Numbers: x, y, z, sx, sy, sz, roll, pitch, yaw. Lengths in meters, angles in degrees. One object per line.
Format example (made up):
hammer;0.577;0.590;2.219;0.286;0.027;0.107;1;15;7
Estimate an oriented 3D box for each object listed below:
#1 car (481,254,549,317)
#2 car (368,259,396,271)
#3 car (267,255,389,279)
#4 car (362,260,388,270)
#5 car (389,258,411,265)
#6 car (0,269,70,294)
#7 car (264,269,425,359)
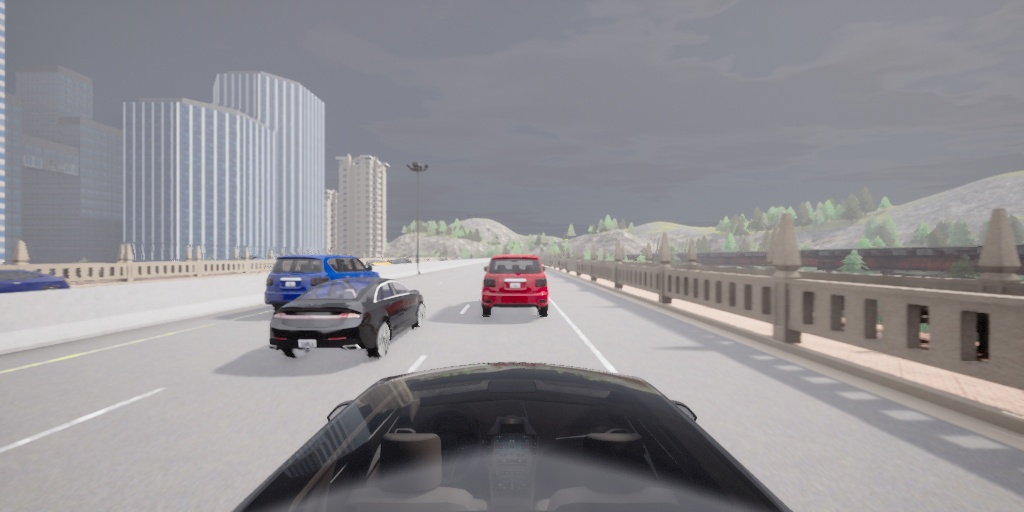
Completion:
car;0.097;0.968;13.360;2.150;2.045;5.566;0;0;0
car;-17.585;1.212;48.723;1.882;1.535;5.008;0;0;0
car;-6.902;0.967;13.852;2.150;2.045;5.566;0;0;0
car;-21.055;1.279;55.384;2.033;1.411;5.357;0;0;1
car;-14.090;1.086;45.241;2.097;1.767;4.553;0;0;0
car;-21.103;1.271;14.405;1.812;1.442;4.674;0;0;0
car;-3.401;1.239;8.385;2.128;1.511;4.902;0;0;0
